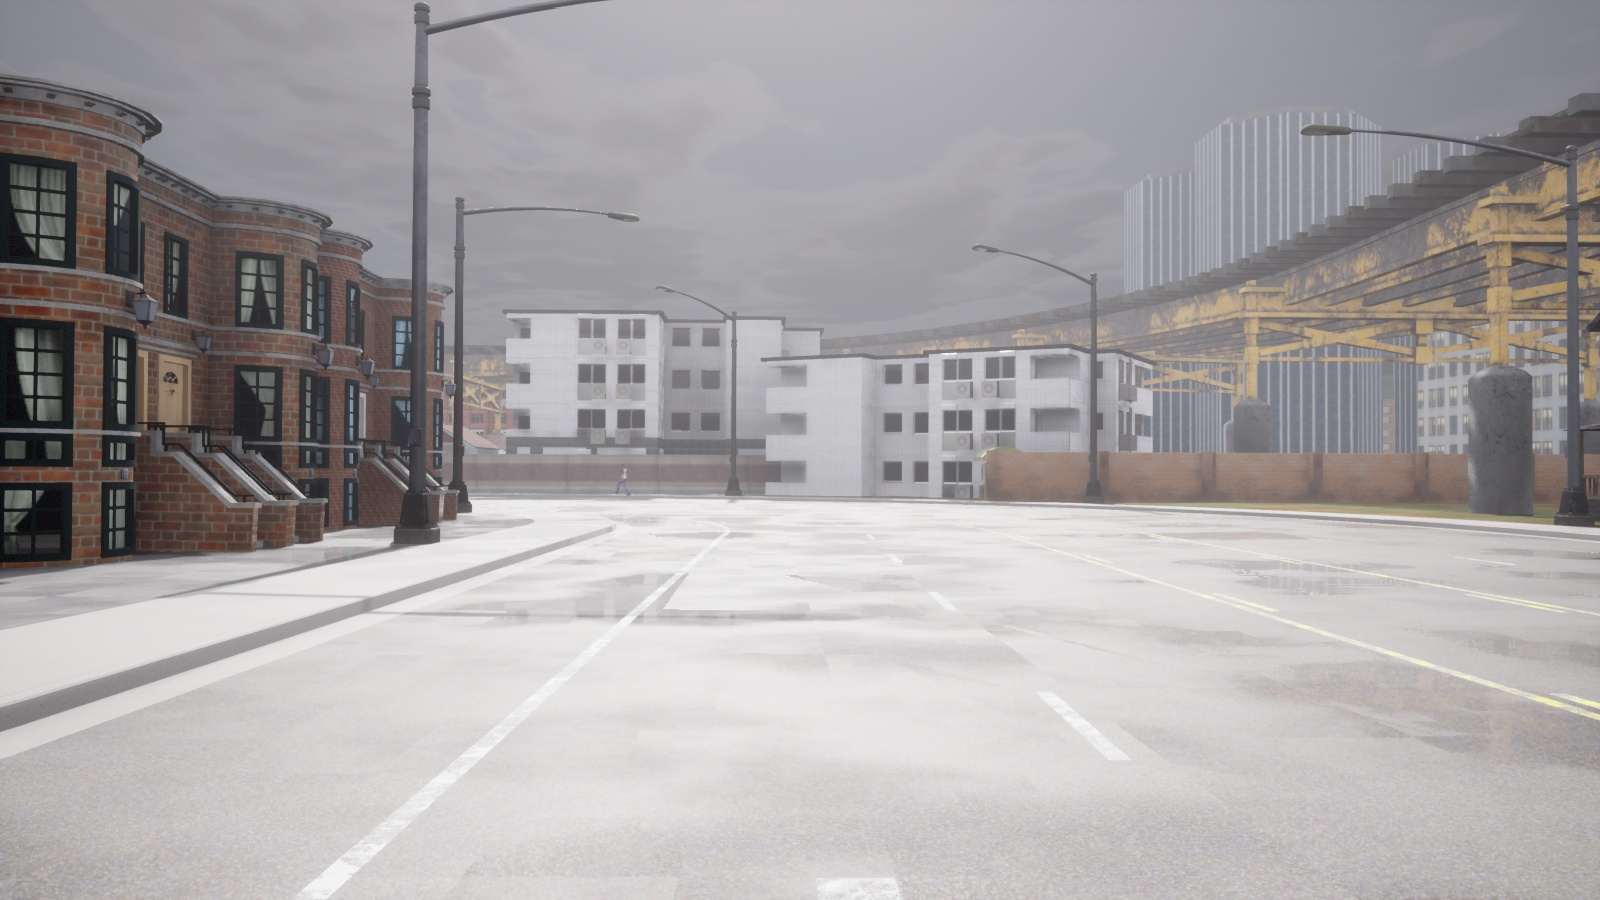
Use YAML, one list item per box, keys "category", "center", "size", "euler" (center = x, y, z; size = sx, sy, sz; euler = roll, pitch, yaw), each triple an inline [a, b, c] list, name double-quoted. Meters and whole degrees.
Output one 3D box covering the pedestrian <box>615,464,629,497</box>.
- category: "pedestrian"
  center: [-9.987, 1.689, 70.418]
  size: [0.706, 1.836, 0.354]
  euler: [-1, -1, 22]
